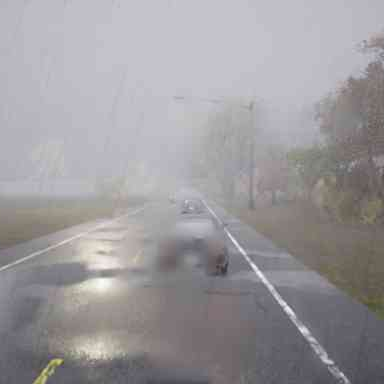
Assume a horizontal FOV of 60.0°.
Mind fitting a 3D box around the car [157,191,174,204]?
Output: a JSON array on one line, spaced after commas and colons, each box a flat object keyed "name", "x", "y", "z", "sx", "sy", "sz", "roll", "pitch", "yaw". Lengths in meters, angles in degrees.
[{"name": "car", "x": -3.550, "y": 0.655, "z": 45.560, "sx": 2.097, "sy": 1.767, "sz": 4.553, "roll": 0, "pitch": 1, "yaw": 0}]

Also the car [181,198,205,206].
[{"name": "car", "x": 0.067, "y": 1.157, "z": 26.293, "sx": 2.033, "sy": 1.411, "sz": 5.357, "roll": 0, "pitch": 1, "yaw": 1}]

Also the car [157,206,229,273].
[{"name": "car", "x": 0.093, "y": 1.378, "z": 10.013, "sx": 1.812, "sy": 1.442, "sz": 4.674, "roll": 0, "pitch": 1, "yaw": 3}]
